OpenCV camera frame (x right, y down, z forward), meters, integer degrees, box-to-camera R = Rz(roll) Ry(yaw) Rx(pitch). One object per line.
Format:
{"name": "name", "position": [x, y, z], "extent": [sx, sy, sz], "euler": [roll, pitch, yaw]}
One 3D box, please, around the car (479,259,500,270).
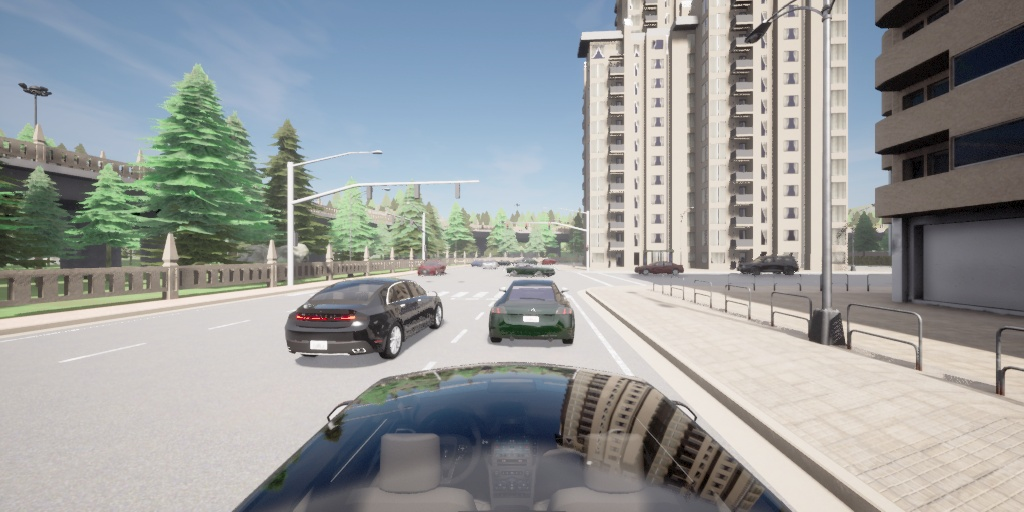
{"name": "car", "position": [-3.269, 1.276, 52.869], "extent": [1.812, 1.442, 4.674], "euler": [0, 0, 5]}

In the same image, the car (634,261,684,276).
{"name": "car", "position": [15.786, 1.283, 38.585], "extent": [5.008, 1.535, 1.882], "euler": [0, 0, 4]}

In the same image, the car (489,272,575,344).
{"name": "car", "position": [0.573, 1.314, 9.650], "extent": [1.994, 1.385, 4.181], "euler": [0, 0, 5]}

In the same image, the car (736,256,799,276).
{"name": "car", "position": [26.954, 1.026, 37.862], "extent": [5.566, 2.045, 2.150], "euler": [0, 0, 4]}

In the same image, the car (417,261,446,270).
{"name": "car", "position": [-8.062, 1.231, 36.382], "extent": [1.882, 1.535, 5.008], "euler": [0, 0, 4]}

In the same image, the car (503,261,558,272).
{"name": "car", "position": [1.771, 1.384, 34.299], "extent": [4.718, 1.301, 1.895], "euler": [0, 0, 39]}

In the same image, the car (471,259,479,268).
{"name": "car", "position": [-5.917, 1.297, 63.290], "extent": [2.033, 1.411, 5.357], "euler": [0, 0, 5]}

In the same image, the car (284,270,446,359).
{"name": "car", "position": [-3.042, 1.255, 8.455], "extent": [1.837, 1.490, 4.892], "euler": [0, 0, 5]}
